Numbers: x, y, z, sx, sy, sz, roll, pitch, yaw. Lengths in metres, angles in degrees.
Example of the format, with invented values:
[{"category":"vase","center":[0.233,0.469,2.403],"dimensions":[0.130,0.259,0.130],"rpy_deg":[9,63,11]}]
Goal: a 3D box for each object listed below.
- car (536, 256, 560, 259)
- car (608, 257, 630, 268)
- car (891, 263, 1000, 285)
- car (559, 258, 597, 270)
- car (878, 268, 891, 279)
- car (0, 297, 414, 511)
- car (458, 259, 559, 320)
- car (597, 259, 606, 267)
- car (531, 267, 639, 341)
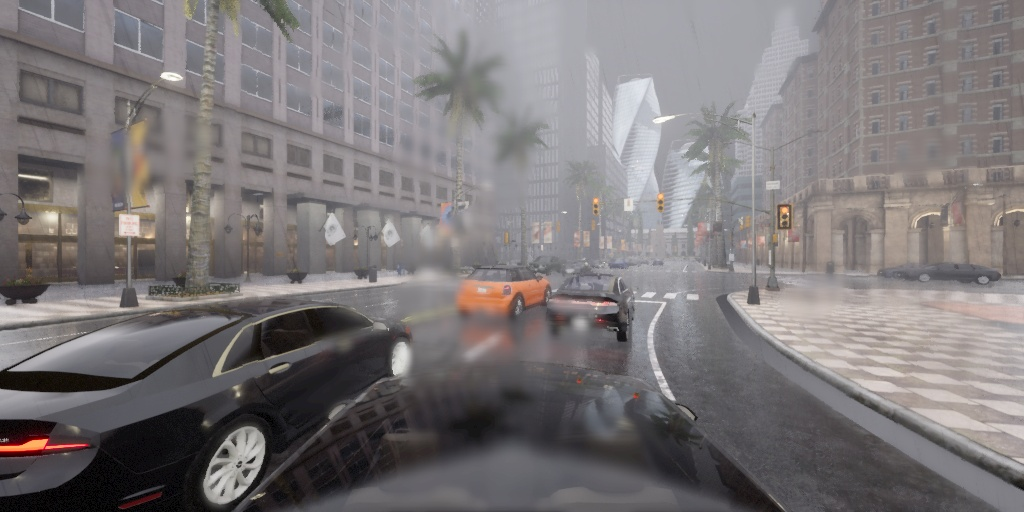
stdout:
[{"category":"car","center":[3.525,0.971,36.832],"dimensions":[2.150,2.045,5.566],"rpy_deg":[0,0,27]},{"category":"car","center":[16.003,1.228,53.846],"dimensions":[1.882,1.535,5.008],"rpy_deg":[0,0,27]},{"category":"car","center":[31.661,1.255,26.183],"dimensions":[4.892,1.490,1.837],"rpy_deg":[0,0,25]},{"category":"car","center":[6.327,1.241,34.614],"dimensions":[2.128,1.511,4.902],"rpy_deg":[0,0,27]},{"category":"car","center":[33.036,1.314,29.406],"dimensions":[4.181,1.385,1.994],"rpy_deg":[0,0,27]},{"category":"car","center":[-2.841,1.255,4.329],"dimensions":[1.837,1.490,4.892],"rpy_deg":[0,0,8]},{"category":"car","center":[-0.051,1.102,13.028],"dimensions":[2.097,1.767,4.553],"rpy_deg":[0,0,23]},{"category":"car","center":[12.937,1.297,55.539],"dimensions":[2.033,1.411,5.357],"rpy_deg":[0,0,27]},{"category":"car","center":[2.374,1.242,9.999],"dimensions":[2.128,1.511,4.902],"rpy_deg":[0,0,22]}]
